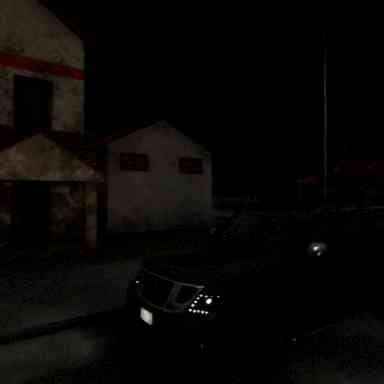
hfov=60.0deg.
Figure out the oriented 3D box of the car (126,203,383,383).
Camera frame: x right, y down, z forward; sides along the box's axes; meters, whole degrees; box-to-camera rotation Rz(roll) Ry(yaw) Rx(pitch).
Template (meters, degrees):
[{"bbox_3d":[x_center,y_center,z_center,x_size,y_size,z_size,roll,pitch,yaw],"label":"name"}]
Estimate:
[{"bbox_3d":[1.706,1.235,5.767,5.566,2.045,2.150,1,0,-34],"label":"car"}]
